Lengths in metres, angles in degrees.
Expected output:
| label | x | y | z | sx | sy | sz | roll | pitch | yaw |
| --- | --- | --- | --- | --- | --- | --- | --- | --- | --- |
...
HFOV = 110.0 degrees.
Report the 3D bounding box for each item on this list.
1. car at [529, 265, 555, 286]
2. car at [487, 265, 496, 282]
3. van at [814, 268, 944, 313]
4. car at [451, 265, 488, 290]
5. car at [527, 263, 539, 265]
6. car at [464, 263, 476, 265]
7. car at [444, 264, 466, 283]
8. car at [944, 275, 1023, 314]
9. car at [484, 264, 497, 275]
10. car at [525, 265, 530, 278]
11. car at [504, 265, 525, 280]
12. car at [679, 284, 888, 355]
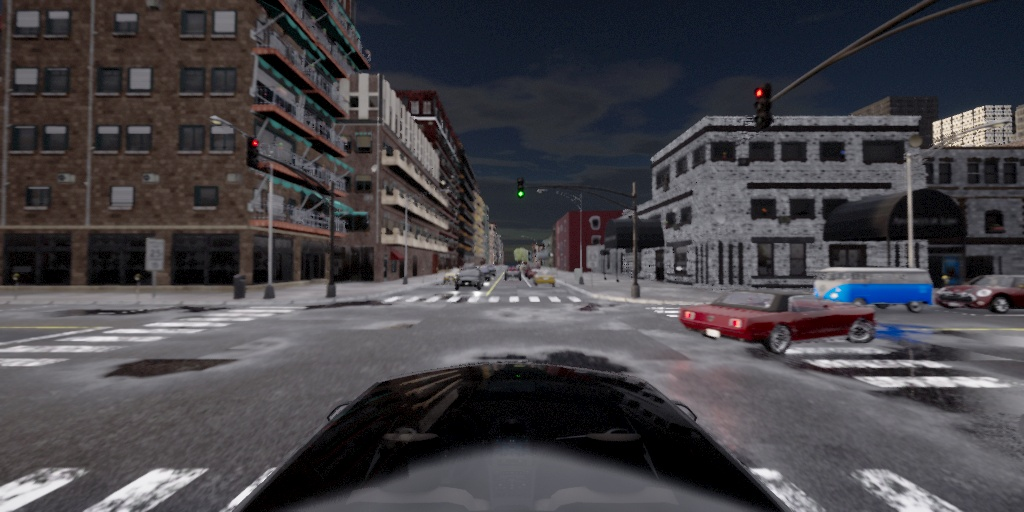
| label | x | y | z | sx | sy | sz | roll | pitch | yaw |
| --- | --- | --- | --- | --- | --- | --- | --- | --- | --- |
| car | 2.687 | 1.768 | 30.637 | 1.751 | 1.417 | 4.829 | 0 | 0 | 0 |
| car | -3.086 | 1.913 | 37.542 | 2.033 | 1.411 | 5.357 | 0 | -1 | 0 |
| van | 14.895 | 1.381 | 14.948 | 3.998 | 1.789 | 1.690 | 0 | 0 | 0 |
| car | -3.098 | 1.689 | 26.981 | 1.837 | 1.490 | 4.892 | 0 | -1 | 0 |
| car | 2.686 | 1.846 | 47.082 | 2.192 | 1.841 | 5.009 | 0 | 0 | 0 |
| car | -5.695 | 1.848 | 47.080 | 2.192 | 1.841 | 5.009 | 0 | 0 | 0 |
| car | -5.694 | 1.865 | 35.833 | 1.751 | 1.417 | 4.829 | 0 | 0 | 0 |
| car | 20.419 | 1.497 | 14.961 | 4.097 | 1.591 | 1.967 | 0 | 0 | 0 |
| car | -3.073 | 2.109 | 48.729 | 2.033 | 1.411 | 5.357 | 0 | -1 | 0 |
| car | 2.686 | 2.016 | 41.544 | 1.802 | 1.307 | 4.207 | 0 | 0 | 0 |
| car | 0.096 | 1.915 | 40.937 | 2.128 | 1.511 | 4.902 | 0 | -1 | 0 |
| car | 6.670 | 1.492 | 8.937 | 4.718 | 1.301 | 1.895 | 1 | -1 | -20 |
